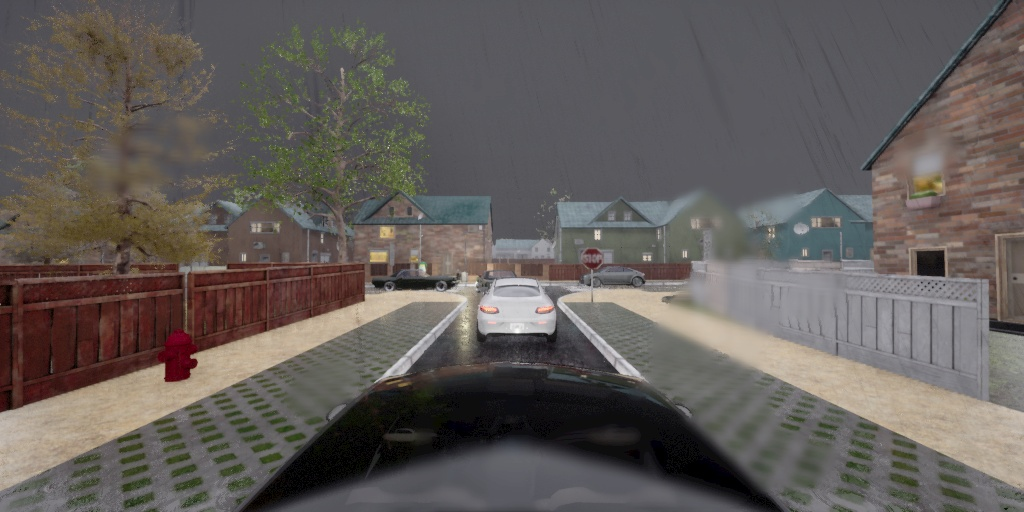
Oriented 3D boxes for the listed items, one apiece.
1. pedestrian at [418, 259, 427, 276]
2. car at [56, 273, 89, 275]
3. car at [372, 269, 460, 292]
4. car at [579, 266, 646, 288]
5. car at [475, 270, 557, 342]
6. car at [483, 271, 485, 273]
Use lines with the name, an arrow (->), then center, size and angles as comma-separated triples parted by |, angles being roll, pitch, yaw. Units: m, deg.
pedestrian -> -6.684, 1.119, 26.753 | 0.375, 1.860, 0.375 | 0, -1, 1
car -> -25.594, 1.633, 21.150 | 4.718, 1.301, 1.895 | -1, -1, 1
car -> -5.469, 1.417, 20.867 | 4.718, 1.301, 1.895 | -1, -1, 1
car -> 6.553, 1.344, 23.650 | 4.181, 1.385, 1.994 | 0, -1, 1
car -> 0.108, 1.280, 9.660 | 1.812, 1.442, 4.674 | 0, 0, 0
car -> -0.746, 1.366, 18.479 | 1.895, 1.301, 4.718 | 0, -1, -12
